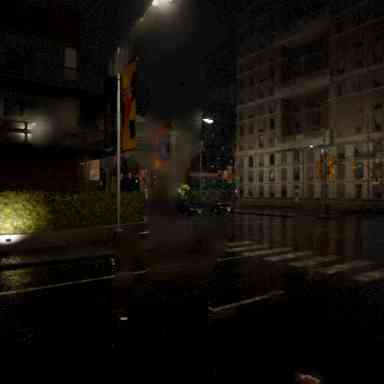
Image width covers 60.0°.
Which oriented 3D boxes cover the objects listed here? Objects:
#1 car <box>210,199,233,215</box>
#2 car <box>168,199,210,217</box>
[{"bbox_3d":[2.170,1.485,34.229,2.128,1.511,4.902,0,0,-35],"label":"car"},{"bbox_3d":[-0.621,1.521,32.112,1.812,1.442,4.674,0,0,-35],"label":"car"}]
